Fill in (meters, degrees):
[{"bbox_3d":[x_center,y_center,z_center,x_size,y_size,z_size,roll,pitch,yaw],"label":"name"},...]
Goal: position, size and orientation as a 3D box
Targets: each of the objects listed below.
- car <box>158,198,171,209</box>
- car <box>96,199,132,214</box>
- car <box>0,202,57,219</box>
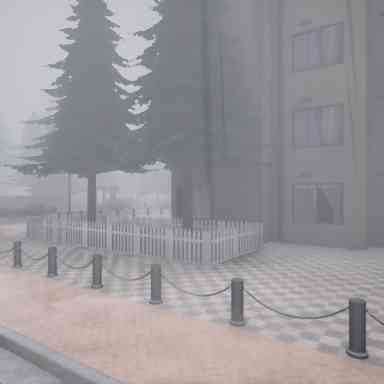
[{"bbox_3d":[-2.476,1.513,44.446,1.812,1.442,4.674,0,0,37],"label":"car"},{"bbox_3d":[-8.715,1.479,36.216,2.128,1.511,4.902,0,0,37],"label":"car"},{"bbox_3d":[-14.340,1.588,28.768,1.895,1.301,4.718,0,0,37],"label":"car"}]
